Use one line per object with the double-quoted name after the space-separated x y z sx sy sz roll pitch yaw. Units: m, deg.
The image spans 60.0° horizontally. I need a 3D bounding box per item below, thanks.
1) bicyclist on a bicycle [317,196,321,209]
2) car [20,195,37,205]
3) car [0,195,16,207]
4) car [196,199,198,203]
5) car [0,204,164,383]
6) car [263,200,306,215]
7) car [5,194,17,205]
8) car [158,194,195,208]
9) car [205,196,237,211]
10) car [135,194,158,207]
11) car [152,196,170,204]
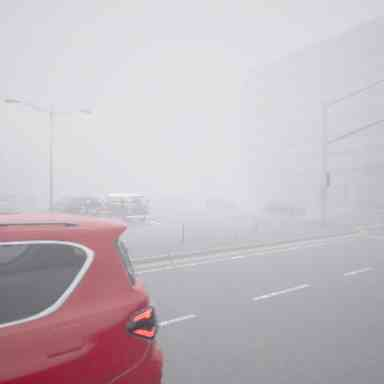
16.592 1.356 42.905 1.656 1.620 0.582 0 0 -35 "bicyclist on a bicycle"
-27.204 1.209 55.403 1.932 1.855 4.605 0 0 -35 "car"
-21.730 1.451 37.950 1.970 1.475 3.806 0 0 -35 "car"
-1.005 1.603 61.023 2.033 1.411 5.357 0 0 -35 "car"
-2.839 1.221 1.970 5.566 2.045 2.150 0 0 -36 "car"
9.380 1.581 34.131 1.812 1.442 4.674 0 0 -36 "car"
-29.599 1.212 53.777 1.905 1.878 3.866 0 0 -35 "car"
-2.474 1.277 50.768 2.150 2.045 5.566 0 0 -36 "car"
3.622 1.407 42.191 2.097 1.767 4.553 0 0 -35 "car"
-8.853 1.547 66.074 2.128 1.511 4.902 0 0 -35 "car"
-6.406 1.619 68.517 1.994 1.385 4.181 0 0 -35 "car"
